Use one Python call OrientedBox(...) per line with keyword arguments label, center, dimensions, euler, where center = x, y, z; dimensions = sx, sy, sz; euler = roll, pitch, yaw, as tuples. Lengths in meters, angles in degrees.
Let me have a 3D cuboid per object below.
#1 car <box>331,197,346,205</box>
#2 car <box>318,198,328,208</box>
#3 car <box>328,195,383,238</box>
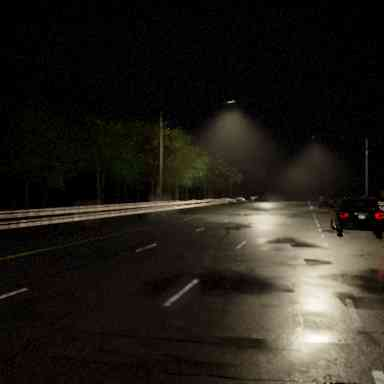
OrientedBox(label="car", center=(31.032, 1.907, 70.423), dimensions=(1.812, 1.442, 4.674), euler=(0, 0, 37))
OrientedBox(label="car", center=(20.675, 1.776, 51.674), dimensions=(1.837, 1.490, 4.892), euler=(0, 0, 22))
OrientedBox(label="car", center=(9.168, 1.328, 18.767), dimensions=(2.150, 2.045, 5.566), euler=(0, 0, 19))
